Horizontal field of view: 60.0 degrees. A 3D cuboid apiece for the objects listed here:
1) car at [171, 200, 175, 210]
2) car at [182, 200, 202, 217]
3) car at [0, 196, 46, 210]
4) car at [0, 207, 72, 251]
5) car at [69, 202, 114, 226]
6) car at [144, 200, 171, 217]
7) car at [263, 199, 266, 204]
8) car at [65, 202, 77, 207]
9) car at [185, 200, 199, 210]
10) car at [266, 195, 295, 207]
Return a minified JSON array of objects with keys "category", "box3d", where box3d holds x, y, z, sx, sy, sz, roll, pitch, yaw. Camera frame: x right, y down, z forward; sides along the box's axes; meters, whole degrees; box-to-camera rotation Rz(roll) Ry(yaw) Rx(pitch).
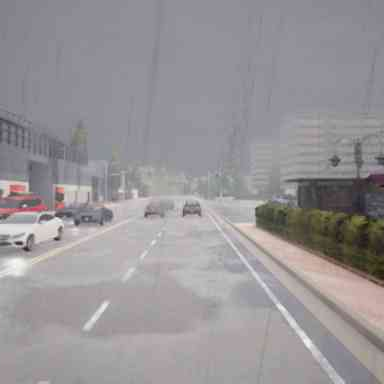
[{"category":"car","box3d":[-3.474,1.732,46.243,1.994,1.385,4.181,0,0,0]},{"category":"car","box3d":[0.002,1.613,33.011,2.128,1.511,4.902,0,0,0]},{"category":"car","box3d":[-10.601,1.293,19.696,2.150,2.045,5.566,0,0,0]},{"category":"car","box3d":[-7.097,1.578,14.425,1.812,1.442,4.674,0,0,0]},{"category":"car","box3d":[-7.085,1.653,24.385,1.994,1.385,4.181,0,0,0]},{"category":"car","box3d":[-3.504,1.666,32.381,2.033,1.411,5.357,0,0,0]},{"category":"car","box3d":[14.260,1.355,55.290,4.605,1.855,1.932,0,0,-2]},{"category":"car","box3d":[-10.555,1.658,30.391,2.033,1.411,5.357,0,0,1]},{"category":"car","box3d":[0.023,1.769,45.952,1.895,1.301,4.718,0,0,0]},{"category":"car","box3d":[14.280,1.348,52.395,3.866,1.878,1.905,0,0,-2]}]
